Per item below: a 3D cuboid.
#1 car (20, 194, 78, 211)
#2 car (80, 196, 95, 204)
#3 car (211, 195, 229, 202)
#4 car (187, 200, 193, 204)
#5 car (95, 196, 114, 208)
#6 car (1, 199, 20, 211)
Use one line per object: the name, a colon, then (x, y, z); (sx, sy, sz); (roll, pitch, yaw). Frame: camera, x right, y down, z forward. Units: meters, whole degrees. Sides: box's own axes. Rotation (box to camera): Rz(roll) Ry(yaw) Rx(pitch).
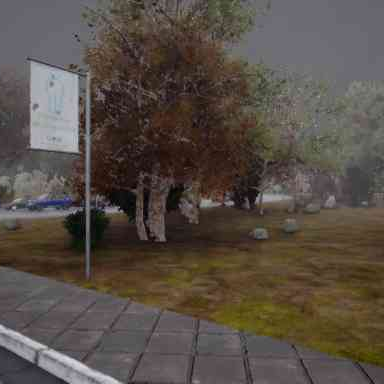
car: (-17.119, 1.212, 40.129); (2.150, 2.045, 5.566); (0, 0, 39)
car: (-14.835, 1.319, 48.724); (2.097, 1.767, 4.553); (0, 0, 38)
car: (5.662, 1.361, 65.107); (2.033, 1.411, 5.357); (0, 0, 31)
car: (-1.302, 1.499, 54.820); (1.895, 1.301, 4.718); (0, 0, 36)
car: (-11.024, 1.312, 47.930); (2.097, 1.767, 4.553); (0, 0, 37)
car: (-20.819, 1.499, 41.105); (1.837, 1.490, 4.892); (0, 0, 38)
